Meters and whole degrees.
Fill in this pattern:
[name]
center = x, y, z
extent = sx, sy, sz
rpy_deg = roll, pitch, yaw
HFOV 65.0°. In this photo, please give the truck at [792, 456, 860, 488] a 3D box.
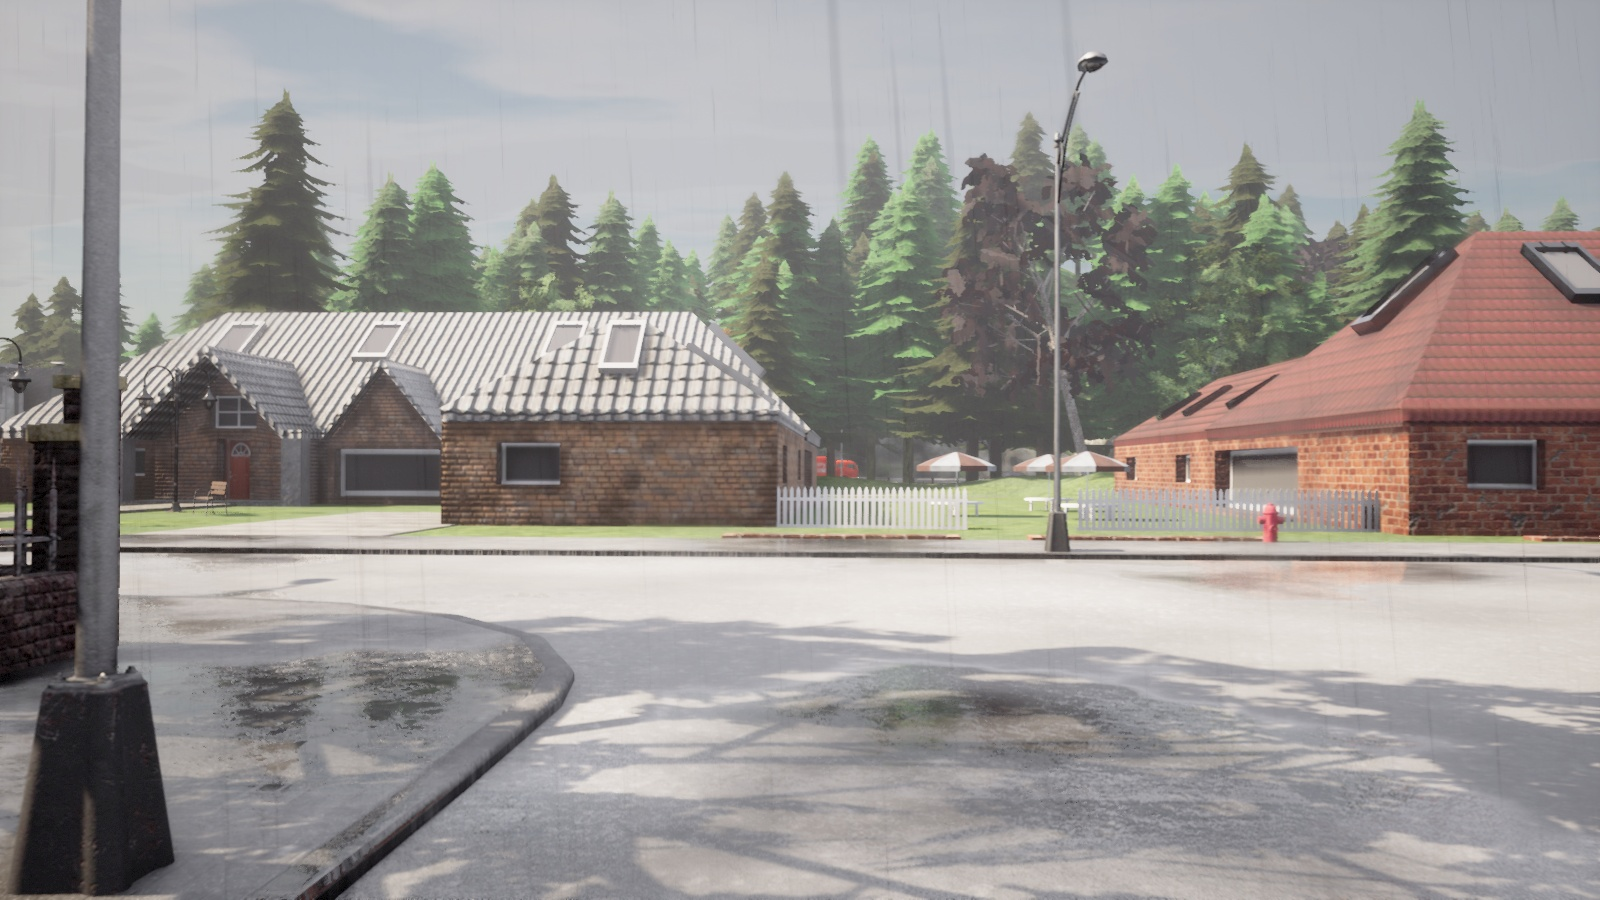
[truck]
center = 2.075, 1.731, 98.084
extent = 5.204, 2.467, 2.627
rpy_deg = 0, -1, 2
